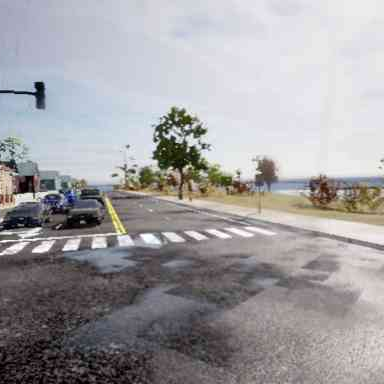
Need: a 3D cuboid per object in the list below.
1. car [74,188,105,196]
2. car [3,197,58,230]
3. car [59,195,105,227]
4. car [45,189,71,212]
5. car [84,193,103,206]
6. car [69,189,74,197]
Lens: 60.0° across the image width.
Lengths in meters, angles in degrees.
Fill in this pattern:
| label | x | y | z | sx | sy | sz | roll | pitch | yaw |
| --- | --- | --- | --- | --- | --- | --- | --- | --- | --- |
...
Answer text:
| label | x | y | z | sx | sy | sz | roll | pitch | yaw |
| --- | --- | --- | --- | --- | --- | --- | --- | --- | --- |
| car | -9.238 | 0.703 | 30.535 | 2.150 | 2.045 | 5.566 | -2 | 1 | -16 |
| car | -9.738 | 1.306 | 20.132 | 2.033 | 1.411 | 5.357 | -2 | 2 | -15 |
| car | -6.491 | 1.196 | 20.661 | 2.033 | 1.411 | 5.357 | -2 | 1 | -12 |
| car | -12.379 | 0.947 | 29.728 | 2.097 | 1.767 | 4.553 | -2 | 1 | -15 |
| car | -12.030 | 0.856 | 40.781 | 2.033 | 1.411 | 5.357 | -2 | 1 | -15 |
| car | -15.161 | 0.645 | 39.917 | 2.150 | 2.045 | 5.566 | -2 | 1 | -14 |
